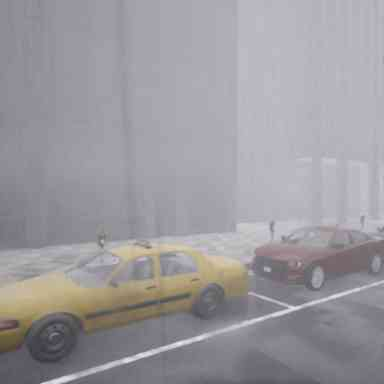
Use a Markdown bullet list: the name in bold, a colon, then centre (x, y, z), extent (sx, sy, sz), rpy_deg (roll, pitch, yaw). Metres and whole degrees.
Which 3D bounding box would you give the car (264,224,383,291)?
- **car**: centre (3.623, 1.621, 9.238), extent (4.507, 1.381, 1.887), rpy_deg (1, 0, -36)

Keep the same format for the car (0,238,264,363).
- **car**: centre (-1.103, 1.547, 5.864), extent (4.829, 1.417, 1.752), rpy_deg (1, 0, -36)
